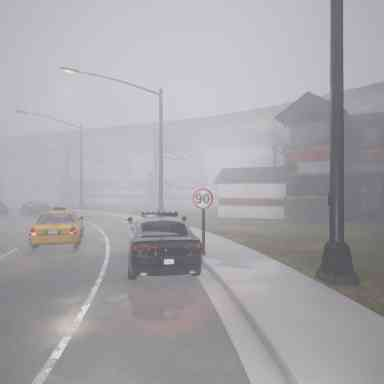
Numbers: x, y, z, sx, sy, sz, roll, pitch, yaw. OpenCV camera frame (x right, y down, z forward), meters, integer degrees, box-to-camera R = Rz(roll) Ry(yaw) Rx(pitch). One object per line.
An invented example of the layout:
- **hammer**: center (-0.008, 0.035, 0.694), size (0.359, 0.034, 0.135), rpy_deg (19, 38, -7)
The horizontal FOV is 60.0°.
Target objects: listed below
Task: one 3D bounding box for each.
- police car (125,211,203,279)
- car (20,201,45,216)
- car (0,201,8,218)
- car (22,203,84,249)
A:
- **police car**: center (-1.019, 1.425, 10.307), size (1.930, 1.638, 5.238), rpy_deg (0, 0, -11)
- **car**: center (-14.615, 1.526, 31.047), size (1.812, 1.442, 4.674), rpy_deg (0, 0, -40)
- **car**: center (-17.444, 1.491, 28.977), size (2.128, 1.511, 4.902), rpy_deg (0, 0, -40)
- **car**: center (-5.766, 1.456, 14.533), size (1.801, 1.575, 5.366), rpy_deg (0, 0, -16)
